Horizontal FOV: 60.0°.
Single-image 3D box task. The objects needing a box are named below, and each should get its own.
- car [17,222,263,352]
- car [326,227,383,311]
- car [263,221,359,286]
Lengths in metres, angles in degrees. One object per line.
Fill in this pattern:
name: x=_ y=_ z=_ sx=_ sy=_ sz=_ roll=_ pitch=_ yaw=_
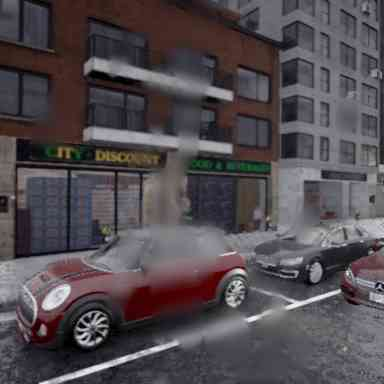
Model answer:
car: x=-0.914 y=1.433 z=6.101 sx=4.097 sy=1.590 sz=1.967 roll=0 pitch=1 yaw=-36
car: x=5.005 y=1.505 z=6.855 sx=4.674 sy=1.442 sz=1.812 roll=0 pitch=0 yaw=-35
car: x=3.546 y=1.530 z=9.288 sx=4.403 sy=1.369 sz=2.008 roll=0 pitch=1 yaw=-36
